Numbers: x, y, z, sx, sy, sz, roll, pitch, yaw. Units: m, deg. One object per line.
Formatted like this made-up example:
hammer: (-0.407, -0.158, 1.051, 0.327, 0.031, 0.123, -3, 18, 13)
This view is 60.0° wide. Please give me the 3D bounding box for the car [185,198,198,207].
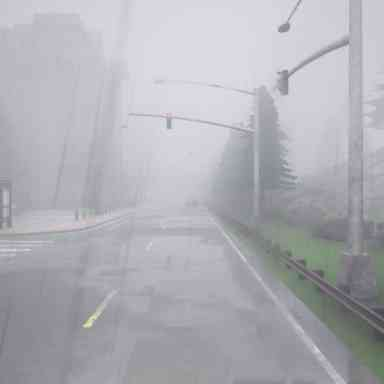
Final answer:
car: (-0.039, 1.564, 50.677, 1.994, 1.385, 4.181, 0, 0, 0)
